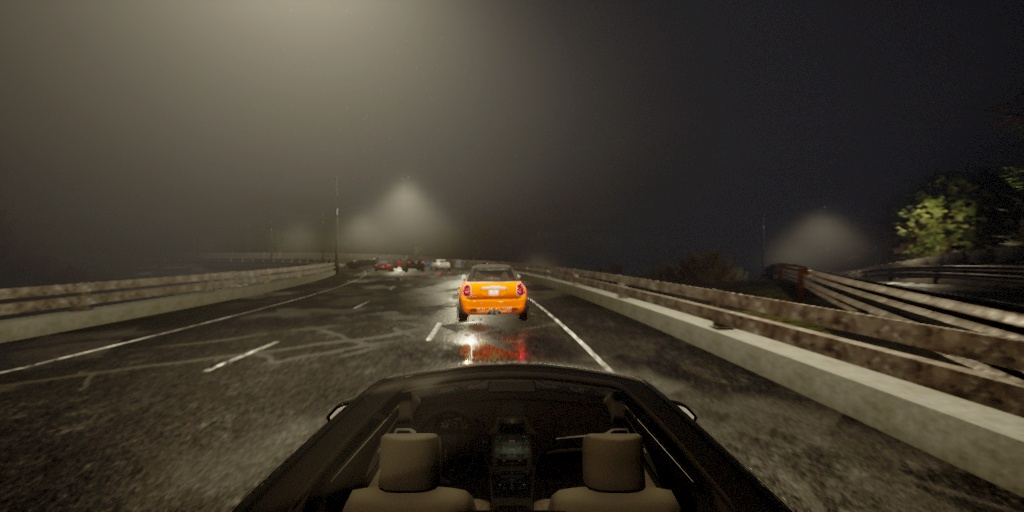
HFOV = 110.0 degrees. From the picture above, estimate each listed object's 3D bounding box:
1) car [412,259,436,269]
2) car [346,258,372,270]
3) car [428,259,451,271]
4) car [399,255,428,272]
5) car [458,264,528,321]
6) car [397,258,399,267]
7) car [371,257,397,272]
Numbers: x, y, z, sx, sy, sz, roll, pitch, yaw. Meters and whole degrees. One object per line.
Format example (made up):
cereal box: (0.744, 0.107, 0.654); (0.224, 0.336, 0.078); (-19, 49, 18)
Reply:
car: (-13.432, 1.131, 54.613); (2.033, 1.411, 5.357); (0, 0, -31)
car: (-19.472, 1.101, 47.978); (4.902, 1.511, 2.128); (-3, -6, -27)
car: (-9.087, 1.128, 45.475); (1.812, 1.442, 4.674); (0, 0, -25)
car: (-11.930, 0.848, 43.271); (2.150, 2.045, 5.566); (0, 0, -22)
car: (-0.726, 1.060, 12.540); (2.097, 1.767, 4.553); (0, 0, -5)
car: (-16.756, 1.083, 53.371); (1.882, 1.535, 5.008); (0, 1, -30)
car: (-15.673, 1.206, 44.061); (1.994, 1.385, 4.181); (0, 0, -15)
